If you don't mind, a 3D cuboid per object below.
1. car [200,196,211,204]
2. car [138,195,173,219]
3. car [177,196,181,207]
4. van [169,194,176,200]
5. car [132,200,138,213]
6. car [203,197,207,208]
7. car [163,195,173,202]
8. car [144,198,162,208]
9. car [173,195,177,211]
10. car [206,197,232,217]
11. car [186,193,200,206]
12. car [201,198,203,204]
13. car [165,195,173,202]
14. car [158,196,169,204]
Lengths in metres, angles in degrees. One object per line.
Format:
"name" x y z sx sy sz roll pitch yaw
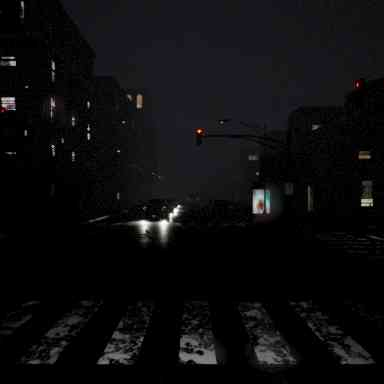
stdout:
"car" 2.726 1.592 66.017 2.008 1.369 4.403 -1 0 0
"car" -3.081 1.356 29.090 2.097 1.767 4.553 0 0 0
"car" -3.065 1.621 48.492 1.895 1.301 4.718 0 0 0
"van" -5.639 1.431 94.493 1.690 1.788 3.998 -1 0 0
"car" -5.673 1.561 37.526 2.008 1.369 4.403 0 0 0
"car" 2.712 1.597 43.230 1.802 1.307 4.206 0 0 0
"car" -5.649 1.498 77.402 1.967 1.590 4.097 0 0 0
"car" -5.665 1.572 48.920 2.008 1.369 4.403 0 0 0
"car" -3.073 1.489 38.209 1.882 1.535 5.008 0 0 0
"car" 2.704 1.446 31.836 1.967 1.590 4.097 0 0 0
"car" 0.134 1.249 55.453 2.150 2.045 5.566 0 0 0
"car" 2.715 1.572 48.927 2.008 1.369 4.403 0 0 0
"car" -5.645 1.593 82.929 1.752 1.417 4.829 -1 0 0
"car" -5.655 1.566 65.840 1.752 1.417 4.829 0 0 0
